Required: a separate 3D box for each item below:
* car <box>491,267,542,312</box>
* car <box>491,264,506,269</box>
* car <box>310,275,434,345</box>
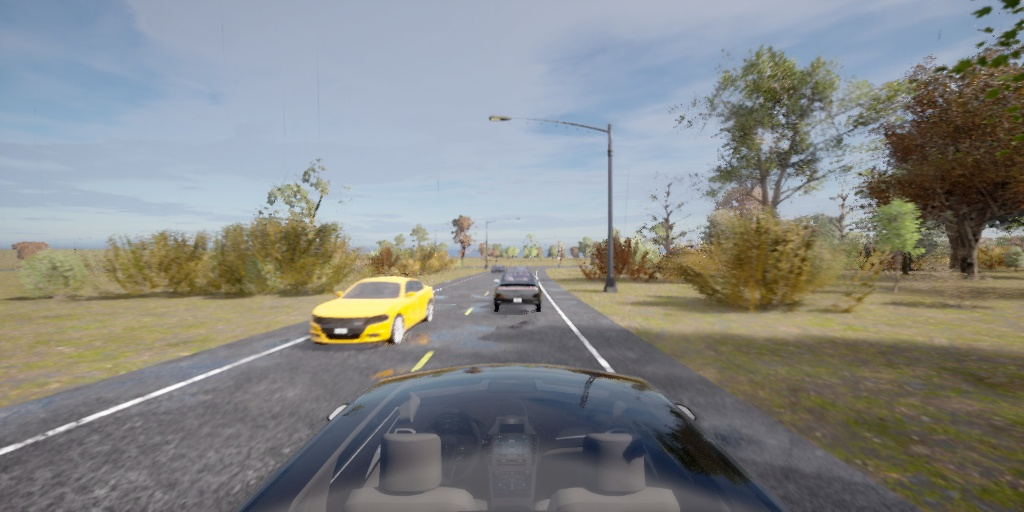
[{"bbox_3d":[0.243,1.402,15.245,2.128,1.511,4.902,0,-1,1],"label":"car"},{"bbox_3d":[-1.853,1.870,51.553,1.994,1.385,4.181,0,-1,4],"label":"car"},{"bbox_3d":[-3.536,1.321,9.980,1.882,1.535,5.008,0,-1,1],"label":"car"}]
